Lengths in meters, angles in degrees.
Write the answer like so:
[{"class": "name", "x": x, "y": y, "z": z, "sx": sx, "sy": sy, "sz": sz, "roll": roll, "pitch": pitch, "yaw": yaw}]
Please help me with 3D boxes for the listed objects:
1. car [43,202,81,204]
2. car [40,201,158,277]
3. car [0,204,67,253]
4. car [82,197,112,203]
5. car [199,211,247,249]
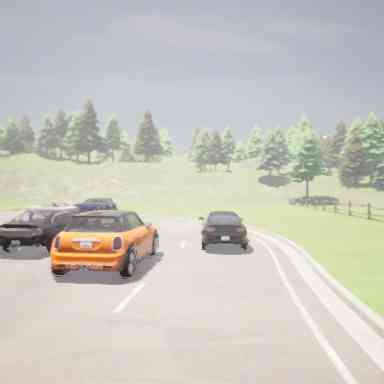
[{"class": "car", "x": -12.630, "y": 1.538, "z": 29.804, "sx": 4.718, "sy": 1.301, "sz": 1.895, "roll": 0, "pitch": 0, "yaw": 21}, {"class": "car", "x": -2.434, "y": 1.340, "z": 10.408, "sx": 2.097, "sy": 1.767, "sz": 4.553, "roll": 0, "pitch": 0, "yaw": 6}, {"class": "car", "x": -5.735, "y": 1.465, "z": 13.486, "sx": 2.128, "sy": 1.511, "sz": 4.902, "roll": 0, "pitch": 0, "yaw": 3}, {"class": "car", "x": -9.393, "y": 1.306, "z": 32.002, "sx": 4.553, "sy": 1.767, "sz": 2.097, "roll": 0, "pitch": 0, "yaw": 30}, {"class": "car", "x": 1.281, "y": 1.533, "z": 14.499, "sx": 1.812, "sy": 1.442, "sz": 4.674, "roll": 0, "pitch": 0, "yaw": 1}]
